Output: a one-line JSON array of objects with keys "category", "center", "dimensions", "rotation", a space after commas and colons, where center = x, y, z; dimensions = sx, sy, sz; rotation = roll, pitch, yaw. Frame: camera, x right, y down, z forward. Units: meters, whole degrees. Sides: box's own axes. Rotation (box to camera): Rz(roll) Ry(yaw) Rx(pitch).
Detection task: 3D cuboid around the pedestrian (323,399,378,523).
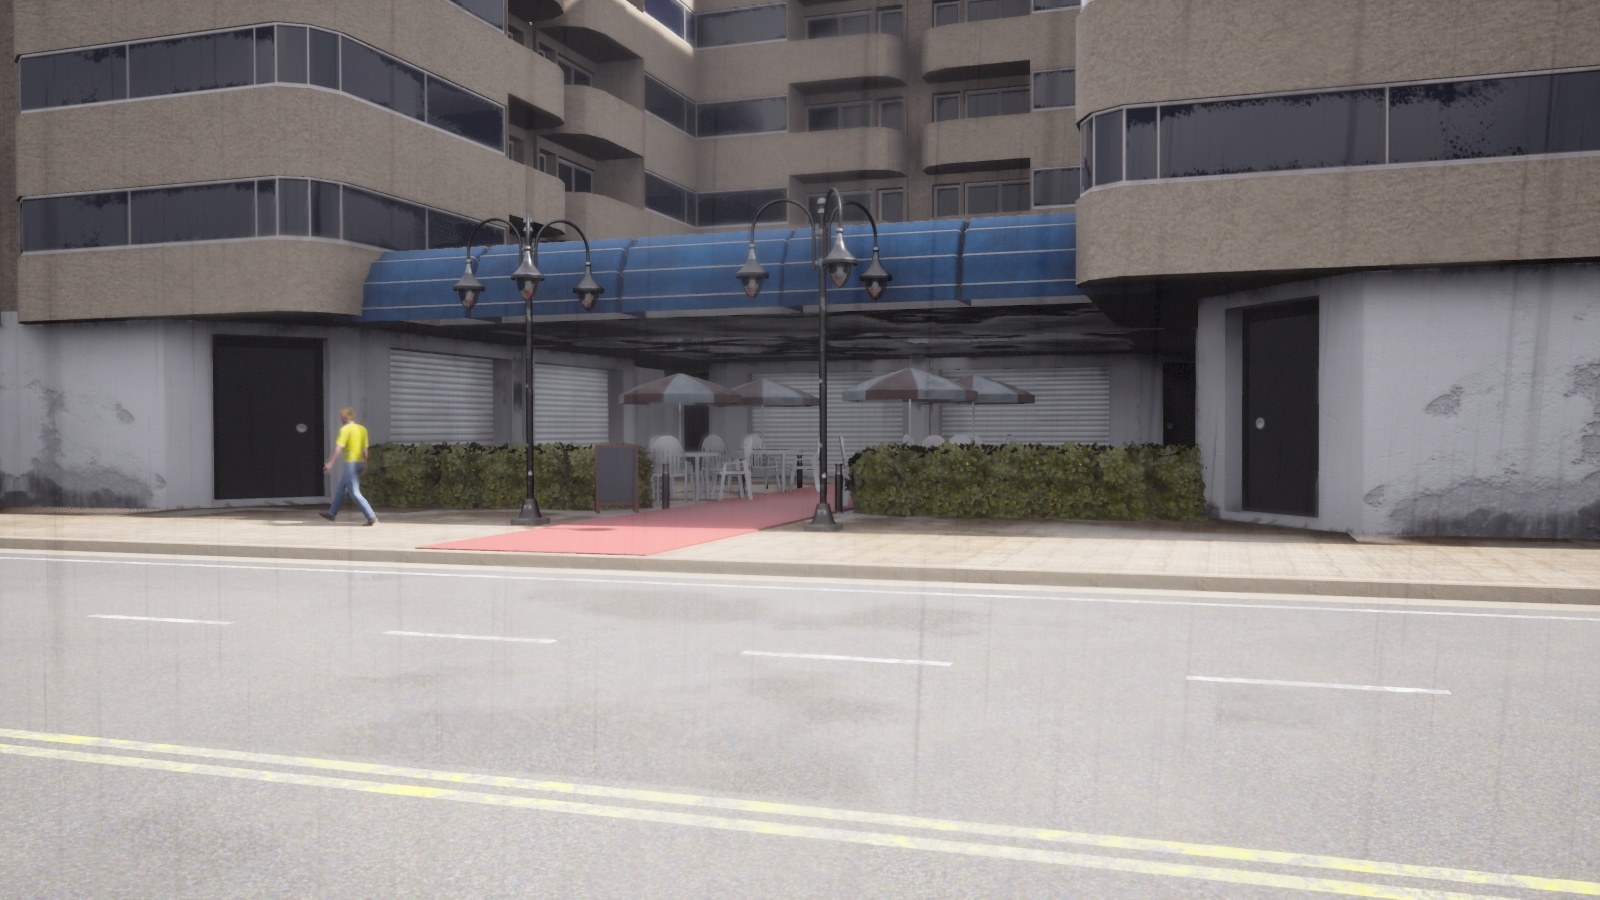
[{"category": "pedestrian", "center": [-6.755, 0.156, 18.884], "dimensions": [0.706, 1.836, 0.354], "rotation": [0, 1, 15]}]
